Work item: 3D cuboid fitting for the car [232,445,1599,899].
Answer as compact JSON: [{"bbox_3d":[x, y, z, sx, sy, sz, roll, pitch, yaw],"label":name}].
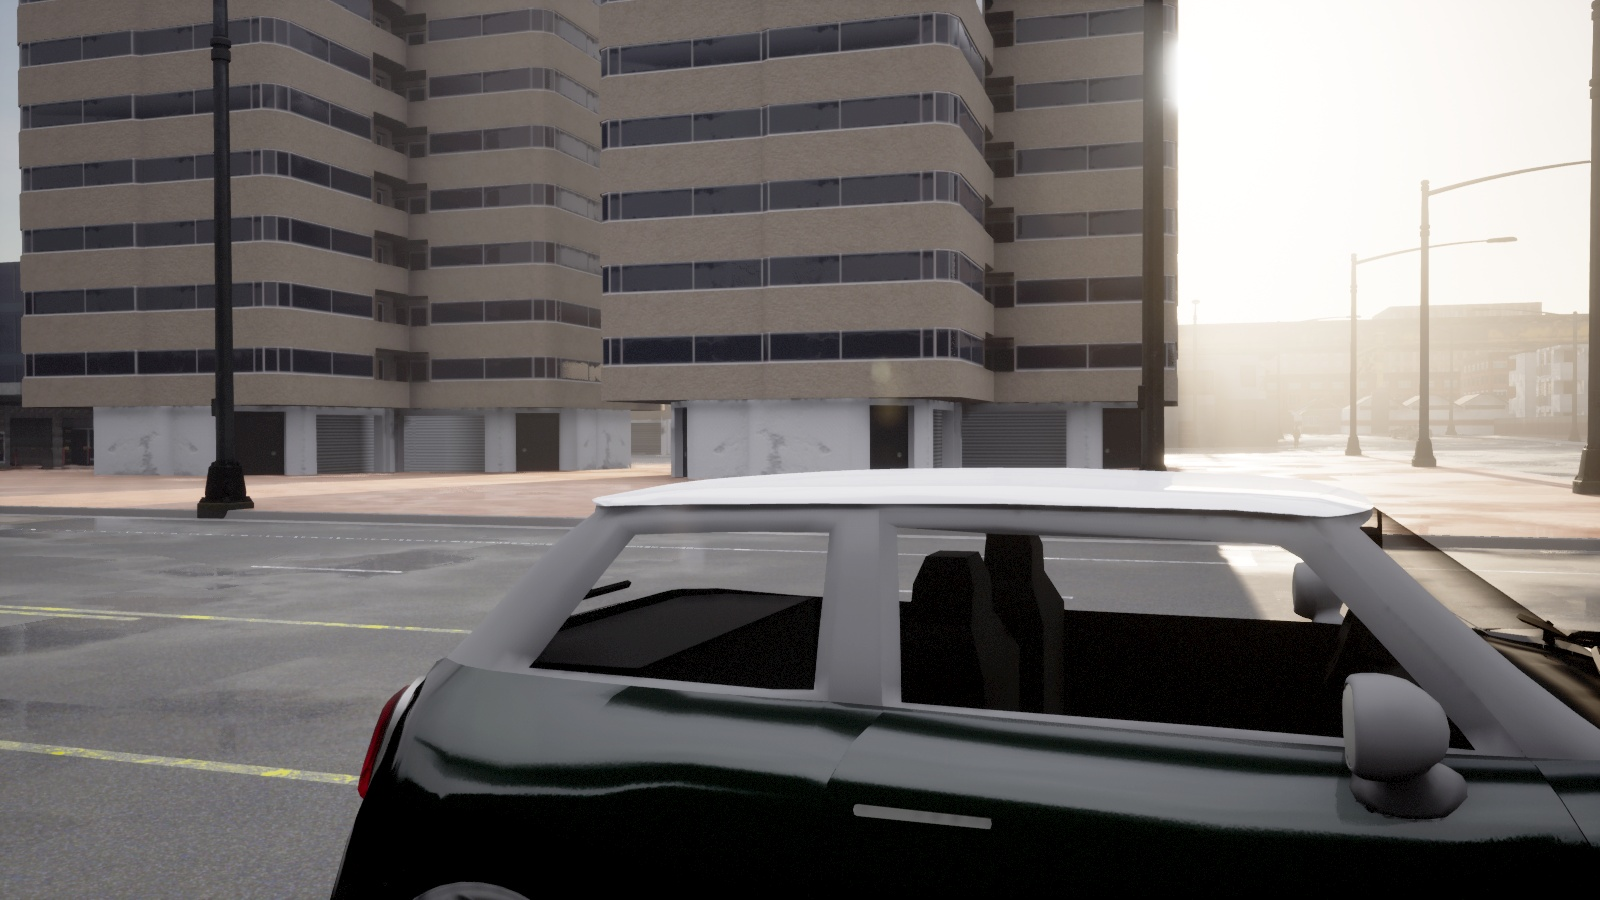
[{"bbox_3d":[0.941,0.749,2.925,3.806,1.475,1.970,1,1,19],"label":"car"}]
